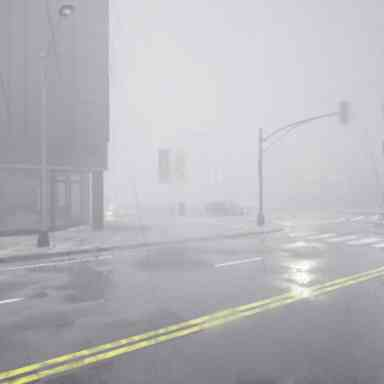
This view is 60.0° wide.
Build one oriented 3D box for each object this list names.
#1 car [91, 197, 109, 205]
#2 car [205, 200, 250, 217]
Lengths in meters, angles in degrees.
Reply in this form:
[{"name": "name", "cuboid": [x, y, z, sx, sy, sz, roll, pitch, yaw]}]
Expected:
[{"name": "car", "cuboid": [-15.744, 1.454, 56.795, 1.837, 1.490, 4.892, 0, 1, -36]}, {"name": "car", "cuboid": [3.153, 1.495, 30.537, 2.128, 1.511, 4.902, 0, 1, -36]}]
